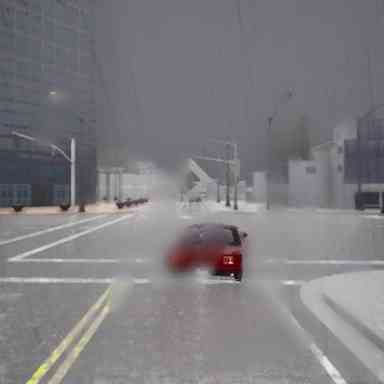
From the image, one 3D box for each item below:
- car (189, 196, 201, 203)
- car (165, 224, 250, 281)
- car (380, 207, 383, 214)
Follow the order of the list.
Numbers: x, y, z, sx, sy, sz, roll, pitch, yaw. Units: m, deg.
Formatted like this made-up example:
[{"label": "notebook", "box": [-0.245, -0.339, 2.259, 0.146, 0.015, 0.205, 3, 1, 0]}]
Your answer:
[{"label": "car", "box": [0.684, 1.582, 69.775, 2.033, 1.411, 5.357, 0, 0, 12]}, {"label": "car", "box": [0.718, 1.611, 9.992, 1.895, 1.301, 4.718, 0, 0, 12]}, {"label": "car", "box": [19.382, 1.538, 29.971, 4.181, 1.385, 1.994, 0, 0, -1]}]
